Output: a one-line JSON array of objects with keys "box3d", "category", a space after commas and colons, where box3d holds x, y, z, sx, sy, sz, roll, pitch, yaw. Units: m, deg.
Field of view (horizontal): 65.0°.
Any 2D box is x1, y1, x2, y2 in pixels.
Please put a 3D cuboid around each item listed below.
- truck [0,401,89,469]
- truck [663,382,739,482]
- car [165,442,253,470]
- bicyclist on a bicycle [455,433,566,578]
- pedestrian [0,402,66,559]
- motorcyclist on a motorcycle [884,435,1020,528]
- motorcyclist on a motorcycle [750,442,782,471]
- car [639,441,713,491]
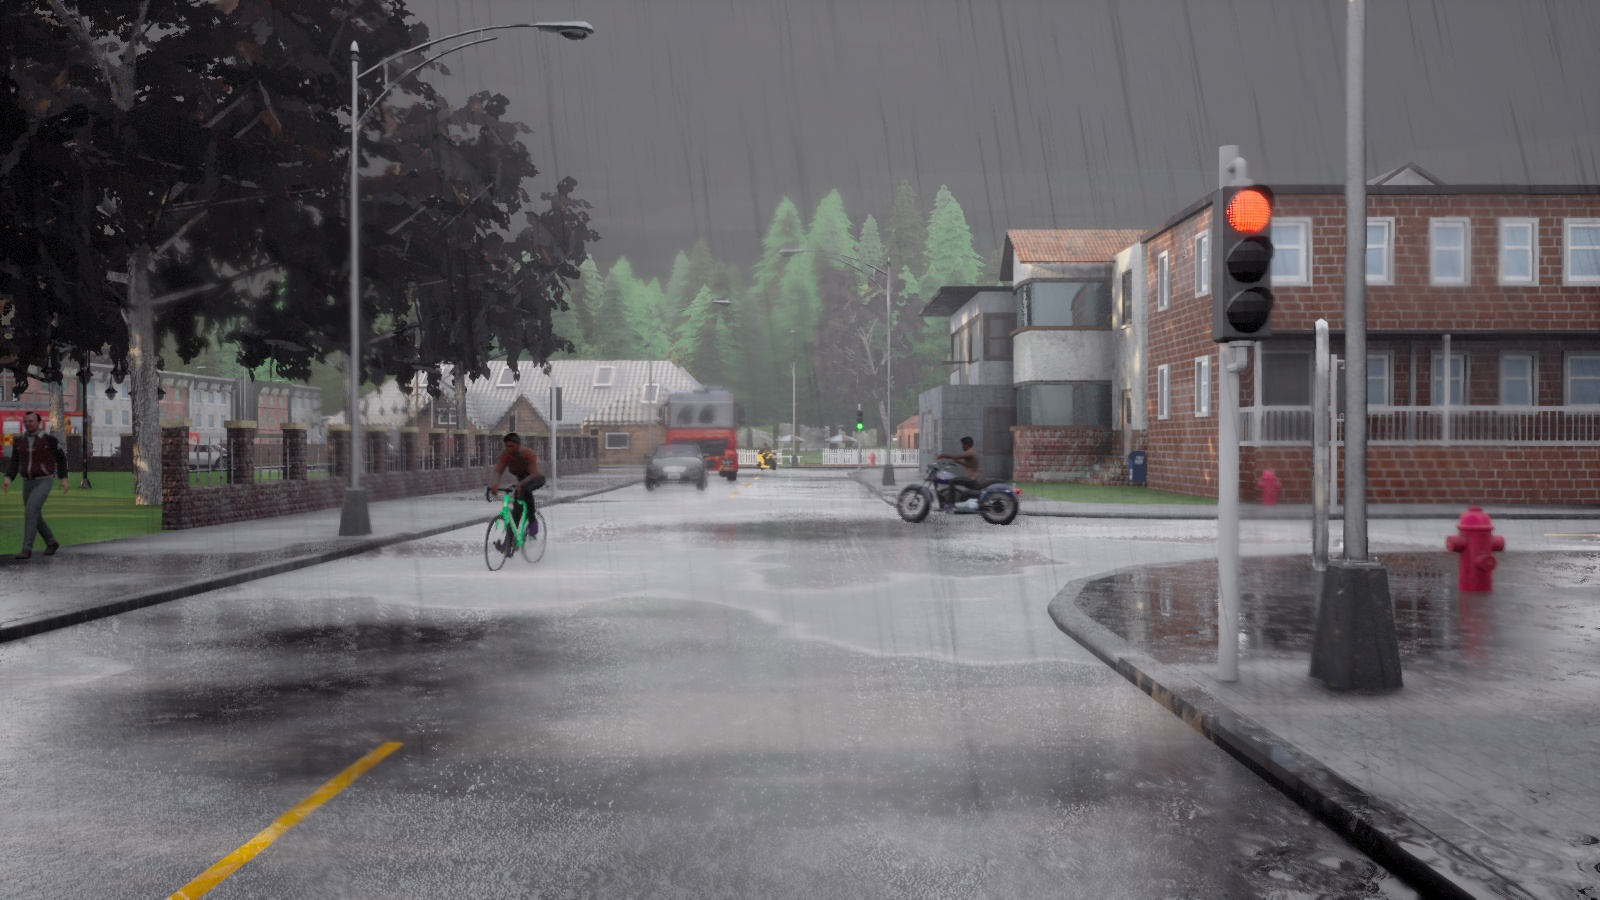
[{"box3d": [-45.740, -0.861, 71.897, 8.468, 3.827, 2.891, 0, 0, 2], "category": "truck"}, {"box3d": [-4.037, -0.718, 52.503, 2.891, 3.827, 8.468, 0, 0, -3], "category": "truck"}, {"box3d": [-31.765, 0.305, 67.616, 3.806, 1.475, 1.970, 0, 0, -1], "category": "car"}, {"box3d": [-3.423, 0.612, 14.985, 0.582, 1.620, 1.656, 1, 1, 13], "category": "bicyclist on a bicycle"}, {"box3d": [-9.285, 0.363, 15.184, 0.376, 1.854, 0.720, 0, 0, 1], "category": "pedestrian"}, {"box3d": [2.782, 0.569, 23.054, 2.350, 1.649, 0.766, 0, -2, 23], "category": "motorcyclist on a motorcycle"}, {"box3d": [-1.826, 0.347, 67.375, 0.797, 1.523, 2.044, -1, 1, -30], "category": "motorcyclist on a motorcycle"}, {"box3d": [-3.947, 0.470, 40.708, 2.128, 1.511, 4.902, 0, 0, -3], "category": "car"}]
